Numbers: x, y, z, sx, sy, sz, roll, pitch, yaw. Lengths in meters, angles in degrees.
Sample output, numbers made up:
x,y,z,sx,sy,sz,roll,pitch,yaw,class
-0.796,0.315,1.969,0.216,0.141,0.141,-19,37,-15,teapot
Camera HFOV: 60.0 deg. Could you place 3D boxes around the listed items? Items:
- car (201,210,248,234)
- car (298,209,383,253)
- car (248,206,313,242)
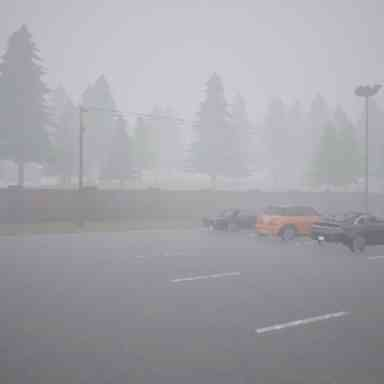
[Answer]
x,y,z,sx,sy,sz,roll,pitch,yaw,class
3.051,1.728,19.899,4.718,1.301,1.895,1,0,-26,car
7.261,1.620,14.159,4.902,1.511,2.128,1,0,-26,car
5.558,1.484,17.226,4.553,1.767,2.097,1,0,-26,car
